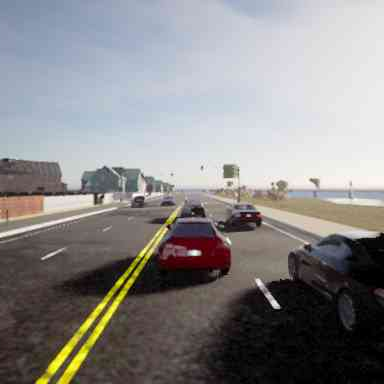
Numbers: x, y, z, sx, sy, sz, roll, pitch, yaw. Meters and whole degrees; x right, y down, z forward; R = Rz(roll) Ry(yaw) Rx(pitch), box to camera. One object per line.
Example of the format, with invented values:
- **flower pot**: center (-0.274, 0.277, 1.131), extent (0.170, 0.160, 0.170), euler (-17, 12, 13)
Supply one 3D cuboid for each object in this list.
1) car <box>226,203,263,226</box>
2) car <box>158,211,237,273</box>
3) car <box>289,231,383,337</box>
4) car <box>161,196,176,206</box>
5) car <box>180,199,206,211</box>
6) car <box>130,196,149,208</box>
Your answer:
- **car**: center (3.318, 1.406, 21.892), extent (2.033, 1.411, 5.357), euler (0, 0, 0)
- **car**: center (0.080, 1.494, 10.389), extent (1.994, 1.385, 4.181), euler (0, 0, 0)
- **car**: center (3.309, 1.481, 6.429), extent (1.812, 1.442, 4.674), euler (0, 1, 0)
- **car**: center (-3.306, 1.259, 47.192), extent (2.033, 1.411, 5.357), euler (0, 0, 0)
- **car**: center (0.088, 1.321, 26.700), extent (2.128, 1.511, 4.902), euler (0, 0, 0)
- **car**: center (-6.578, 1.243, 42.324), extent (1.837, 1.490, 4.892), euler (0, 0, 0)
